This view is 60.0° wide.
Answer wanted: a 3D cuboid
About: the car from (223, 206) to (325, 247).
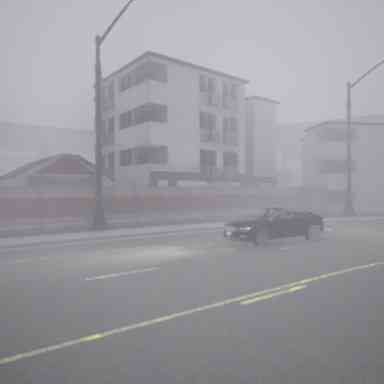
[{"bbox_3d":[3.644,1.405,14.601,4.902,1.511,2.128,0,0,-28],"label":"car"}]
